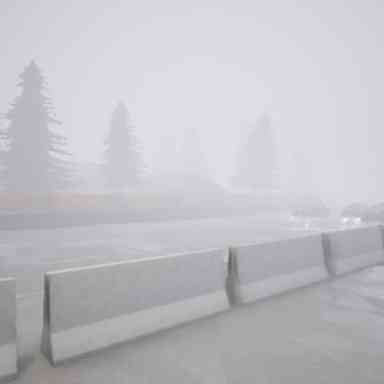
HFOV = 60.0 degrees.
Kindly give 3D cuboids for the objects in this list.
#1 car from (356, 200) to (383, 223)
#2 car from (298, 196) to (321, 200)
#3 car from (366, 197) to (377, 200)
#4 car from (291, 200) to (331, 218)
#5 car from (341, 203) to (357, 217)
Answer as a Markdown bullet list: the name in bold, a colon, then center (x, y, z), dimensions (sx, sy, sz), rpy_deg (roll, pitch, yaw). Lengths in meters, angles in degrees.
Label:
- **car**: center (15.075, 1.635, 26.302), dimensions (1.882, 1.535, 5.008), rpy_deg (-1, -1, 45)
- **car**: center (14.238, 1.524, 40.847), dimensions (2.150, 2.045, 5.566), rpy_deg (-1, -1, 41)
- **car**: center (36.510, 1.669, 67.705), dimensions (1.882, 1.535, 5.008), rpy_deg (-1, -1, 28)
- **car**: center (12.015, 1.791, 33.171), dimensions (2.033, 1.411, 5.357), rpy_deg (-1, -1, 44)
- **car**: center (16.213, 1.775, 32.574), dimensions (1.994, 1.385, 4.181), rpy_deg (-1, -1, 43)
